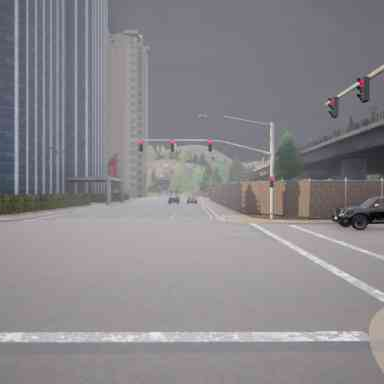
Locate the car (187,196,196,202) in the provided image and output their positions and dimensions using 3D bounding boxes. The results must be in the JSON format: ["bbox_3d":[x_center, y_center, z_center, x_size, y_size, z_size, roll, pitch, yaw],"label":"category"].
[{"bbox_3d":[-0.104,1.595,74.547,1.895,1.301,4.718,0,0,0],"label":"car"}]

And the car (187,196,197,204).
[{"bbox_3d":[0.009,1.564,64.585,1.994,1.385,4.181,0,0,0],"label":"car"}]

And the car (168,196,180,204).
[{"bbox_3d":[-3.492,1.478,64.188,1.882,1.535,5.008,0,0,0],"label":"car"}]

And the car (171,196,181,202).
[{"bbox_3d":[-3.603,1.540,74.406,2.033,1.411,5.357,0,0,0],"label":"car"}]

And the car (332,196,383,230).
[{"bbox_3d":[11.816,1.277,20.920,5.566,2.045,2.150,0,0,0],"label":"car"}]
